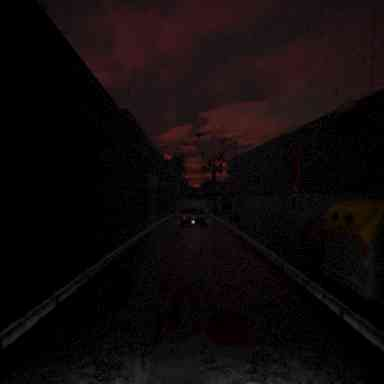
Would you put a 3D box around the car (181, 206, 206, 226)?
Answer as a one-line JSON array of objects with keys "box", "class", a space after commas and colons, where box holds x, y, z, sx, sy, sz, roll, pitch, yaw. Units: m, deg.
[{"box": [0.088, 1.986, 26.659, 1.895, 1.301, 4.718, 0, -2, 0], "class": "car"}]

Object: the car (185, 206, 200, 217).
[{"box": [0.082, 2.488, 43.169, 1.812, 1.442, 4.674, 0, -2, 0], "class": "car"}]
